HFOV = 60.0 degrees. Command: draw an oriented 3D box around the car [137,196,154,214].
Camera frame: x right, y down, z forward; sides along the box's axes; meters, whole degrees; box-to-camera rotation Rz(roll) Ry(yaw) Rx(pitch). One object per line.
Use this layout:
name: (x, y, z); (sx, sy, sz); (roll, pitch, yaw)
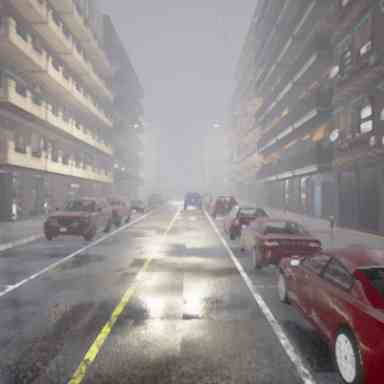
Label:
car: (-5.286, 1.374, 32.780); (1.947, 1.339, 4.313); (1, 0, 0)

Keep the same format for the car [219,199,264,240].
car: (2.599, 1.340, 16.124); (1.967, 1.590, 4.097); (1, 0, 0)

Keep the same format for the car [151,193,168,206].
car: (-5.276, 1.050, 49.369); (2.192, 1.841, 5.009); (1, 0, 0)

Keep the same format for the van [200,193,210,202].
van: (2.574, 1.020, 65.906); (1.690, 1.788, 3.998); (1, 0, 0)

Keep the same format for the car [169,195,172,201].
car: (-5.276, 1.245, 71.495); (1.802, 1.307, 4.206); (1, 0, 0)

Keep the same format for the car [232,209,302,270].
car: (2.588, 1.478, 10.593); (1.887, 1.381, 4.507); (1, 0, 0)

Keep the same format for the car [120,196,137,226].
car: (-5.283, 1.183, 21.716); (2.192, 1.841, 5.009); (1, 0, 0)

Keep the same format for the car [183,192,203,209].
car: (0.117, 0.995, 40.725); (2.150, 2.045, 5.566); (0, 1, 0)

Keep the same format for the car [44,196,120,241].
car: (-5.285, 1.215, 16.187); (2.192, 1.841, 5.009); (1, 0, 0)

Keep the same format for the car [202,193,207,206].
car: (2.564, 1.223, 38.249); (1.967, 1.590, 4.097); (1, 0, 0)

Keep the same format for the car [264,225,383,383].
car: (2.586, 1.512, 5.063); (1.887, 1.381, 4.507); (1, 0, 0)

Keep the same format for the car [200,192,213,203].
car: (2.573, 1.011, 60.374); (2.192, 1.841, 5.009); (1, 0, 0)

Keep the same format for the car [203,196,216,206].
car: (2.565, 1.317, 49.312); (1.802, 1.307, 4.206); (1, 0, 0)

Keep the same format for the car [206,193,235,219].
car: (2.564, 1.153, 27.185); (2.192, 1.841, 5.009); (1, 0, 0)
